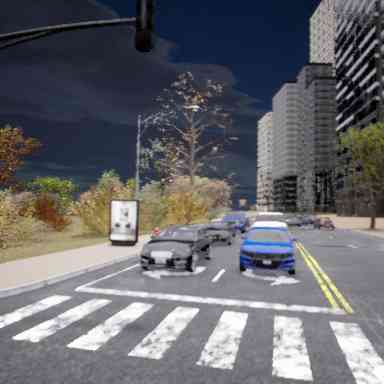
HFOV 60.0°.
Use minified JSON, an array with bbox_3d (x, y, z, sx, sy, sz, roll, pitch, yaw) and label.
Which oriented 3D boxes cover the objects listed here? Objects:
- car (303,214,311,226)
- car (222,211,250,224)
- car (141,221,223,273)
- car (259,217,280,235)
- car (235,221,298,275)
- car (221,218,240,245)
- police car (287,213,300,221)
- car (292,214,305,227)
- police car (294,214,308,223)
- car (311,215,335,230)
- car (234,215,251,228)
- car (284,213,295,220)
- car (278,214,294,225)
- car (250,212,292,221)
[{"bbox_3d":[17.925,4.183,50.284,2.097,1.767,4.553,1,-3,11],"label":"car"},{"bbox_3d":[4.155,2.844,32.042,2.150,2.045,5.566,0,-3,13],"label":"car"},{"bbox_3d":[-0.382,2.054,12.946,2.128,1.511,4.902,0,-3,14],"label":"car"},{"bbox_3d":[7.532,3.224,32.318,1.812,1.442,4.674,0,-3,13],"label":"car"},{"bbox_3d":[3.001,2.104,13.047,1.882,1.535,5.008,0,-3,14],"label":"car"},{"bbox_3d":[1.743,2.605,21.577,1.994,1.385,4.181,0,-3,13],"label":"car"},{"bbox_3d":[23.185,5.740,76.246,1.930,1.638,5.238,1,-3,8],"label":"police car"},{"bbox_3d":[13.798,4.072,45.624,1.994,1.385,4.181,0,-3,11],"label":"car"},{"bbox_3d":[21.677,5.179,66.282,1.930,1.638,5.238,1,-3,9],"label":"police car"},{"bbox_3d":[16.020,3.797,40.327,1.812,1.442,4.674,0,-3,12],"label":"car"},{"bbox_3d":[6.528,3.743,43.004,1.837,1.490,4.892,0,-3,12],"label":"car"},{"bbox_3d":[24.024,6.113,82.314,1.801,1.575,5.366,1,-3,8],"label":"car"},{"bbox_3d":[15.635,4.554,55.463,2.128,1.511,4.902,1,-3,10],"label":"car"},{"bbox_3d":[5.345,2.382,22.668,2.150,2.045,5.566,0,-3,13],"label":"car"}]
